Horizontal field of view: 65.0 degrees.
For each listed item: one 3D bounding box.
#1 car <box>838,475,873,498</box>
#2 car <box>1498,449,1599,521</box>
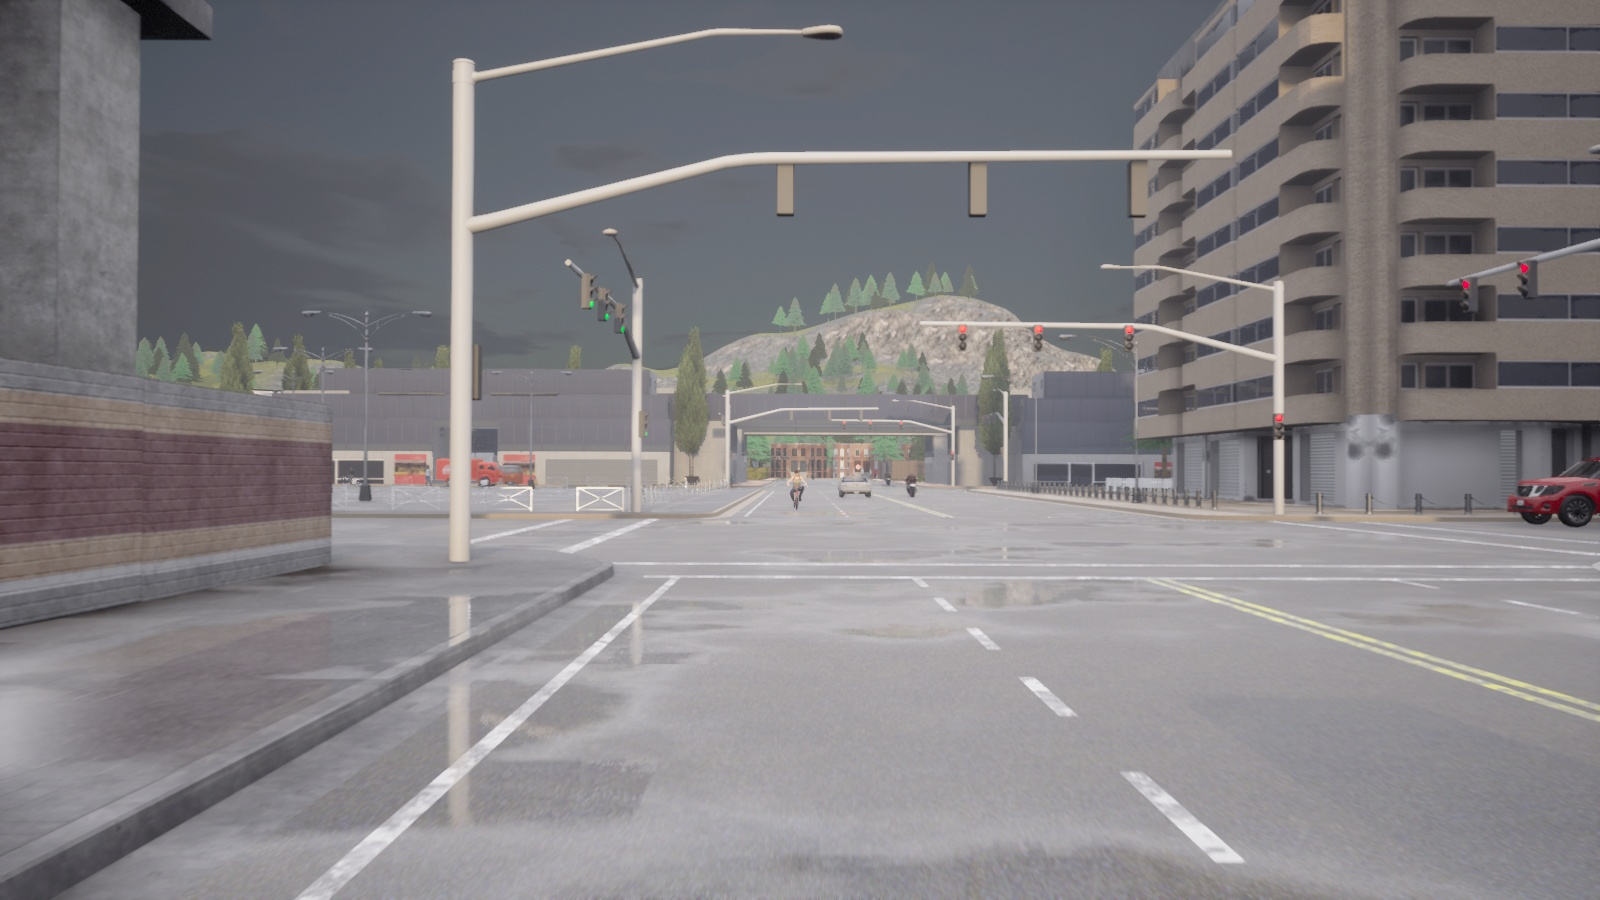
[{"bbox_3d":[3.317,2.170,75.775,1.895,1.301,4.718,0,-1,0],"label":"car"},{"bbox_3d":[23.785,0.997,36.670,5.566,2.045,2.150,0,-1,0],"label":"car"}]
